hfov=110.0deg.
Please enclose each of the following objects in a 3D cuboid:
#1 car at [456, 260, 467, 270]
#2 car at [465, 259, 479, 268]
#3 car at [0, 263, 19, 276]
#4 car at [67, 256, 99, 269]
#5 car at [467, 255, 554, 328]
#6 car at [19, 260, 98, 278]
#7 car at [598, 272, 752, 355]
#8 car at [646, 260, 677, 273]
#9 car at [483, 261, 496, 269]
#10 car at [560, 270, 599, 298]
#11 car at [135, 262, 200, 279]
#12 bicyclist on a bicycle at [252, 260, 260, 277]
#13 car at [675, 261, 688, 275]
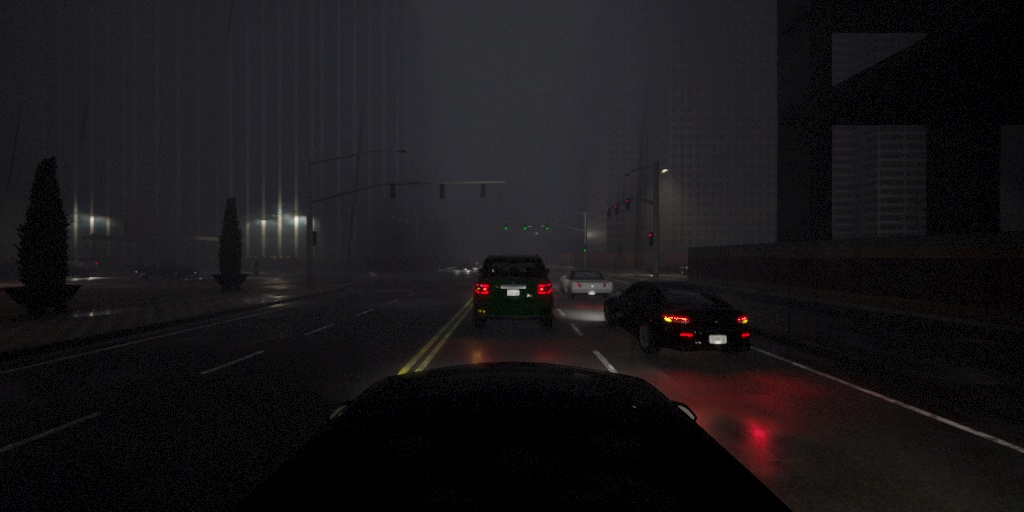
[{"bbox_3d":[-7.055,1.323,53.667,1.812,1.442,4.674,0,0,0],"label":"car"},{"bbox_3d":[-7.019,1.283,63.003,1.882,1.535,5.008,0,0,0],"label":"car"},{"bbox_3d":[-50.676,1.345,36.507,4.181,1.385,1.994,0,0,3],"label":"car"},{"bbox_3d":[-49.782,1.006,40.057,5.566,2.045,2.150,0,0,0],"label":"car"},{"bbox_3d":[0.062,0.982,11.504,2.150,2.045,5.566,0,0,1],"label":"car"},{"bbox_3d":[-41.551,1.342,32.927,4.181,1.385,1.994,0,0,0],"label":"car"},{"bbox_3d":[3.591,1.282,8.549,1.812,1.442,4.674,0,0,0],"label":"car"},{"bbox_3d":[17.811,1.263,40.616,5.008,1.535,1.882,0,0,0],"label":"car"},{"bbox_3d":[-3.544,1.401,57.447,1.895,1.301,4.718,0,0,0],"label":"car"},{"bbox_3d":[3.599,1.366,18.296,1.895,1.301,4.718,0,0,0],"label":"car"},{"bbox_3d":[-31.584,1.270,32.974,4.902,1.511,2.128,0,0,0],"label":"car"},{"bbox_3d":[-24.642,1.232,34.493,0.582,1.620,1.656,0,0,-13],"label":"bicyclist on a bicycle"},{"bbox_3d":[19.880,1.383,37.103,4.718,1.301,1.895,0,0,1],"label":"car"}]
